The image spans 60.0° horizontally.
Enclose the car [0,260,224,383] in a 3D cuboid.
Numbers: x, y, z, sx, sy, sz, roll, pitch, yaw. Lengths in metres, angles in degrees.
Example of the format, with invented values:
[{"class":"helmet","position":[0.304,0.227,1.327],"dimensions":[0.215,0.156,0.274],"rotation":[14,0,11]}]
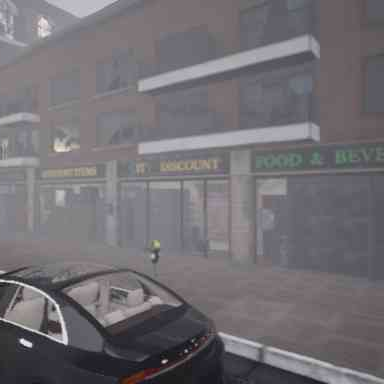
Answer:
[{"class":"car","position":[-1.727,1.551,4.108],"dimensions":[4.403,1.369,2.008],"rotation":[0,0,35]}]
